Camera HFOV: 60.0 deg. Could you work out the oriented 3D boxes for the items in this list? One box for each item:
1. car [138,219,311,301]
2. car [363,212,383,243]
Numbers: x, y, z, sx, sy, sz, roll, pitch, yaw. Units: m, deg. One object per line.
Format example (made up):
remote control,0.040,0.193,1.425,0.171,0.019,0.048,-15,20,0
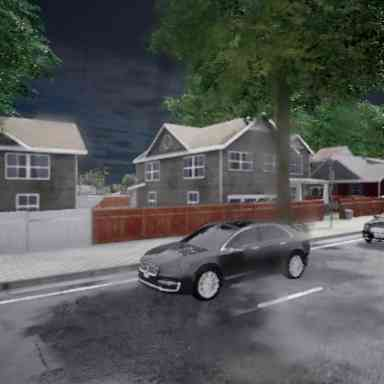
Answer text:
car,1.012,1.497,8.421,4.892,1.490,1.837,0,0,-36
car,9.254,1.392,14.337,4.902,1.511,2.128,-1,0,-36
